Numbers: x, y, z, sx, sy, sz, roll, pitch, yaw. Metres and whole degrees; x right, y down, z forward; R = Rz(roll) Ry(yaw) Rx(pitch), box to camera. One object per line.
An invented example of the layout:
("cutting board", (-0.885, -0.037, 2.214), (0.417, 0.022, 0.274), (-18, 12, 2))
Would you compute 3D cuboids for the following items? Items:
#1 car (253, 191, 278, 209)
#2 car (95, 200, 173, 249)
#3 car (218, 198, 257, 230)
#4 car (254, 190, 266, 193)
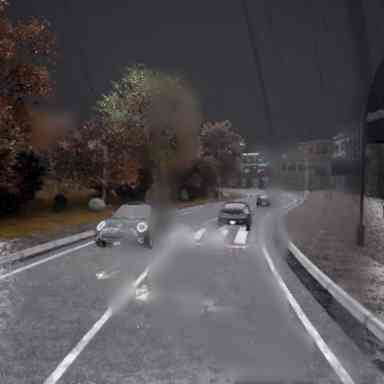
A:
("car", (8.585, 1.043, 37.744), (1.882, 1.535, 5.008), (2, 2, 22))
("car", (-2.246, 1.215, 13.910), (2.097, 1.767, 4.553), (1, 1, 10))
("car", (2.719, 1.342, 20.065), (1.837, 1.490, 4.892), (1, 1, 13))
("car", (11.398, 0.454, 55.018), (2.097, 1.767, 4.553), (2, 2, 19))
